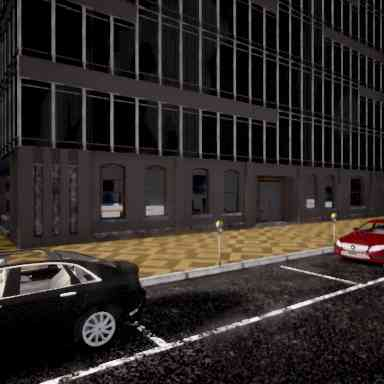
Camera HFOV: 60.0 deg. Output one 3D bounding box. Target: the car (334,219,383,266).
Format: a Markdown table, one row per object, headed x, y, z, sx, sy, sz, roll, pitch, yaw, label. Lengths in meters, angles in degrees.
| x | y | z | sx | sy | sz | roll | pitch | yaw | label |
| --- | --- | --- | --- | --- | --- | --- | --- | --- | --- |
| 6.510 | 1.580 | 11.157 | 4.206 | 1.307 | 1.802 | 0 | 0 | -35 | car |

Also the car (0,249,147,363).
| x | y | z | sx | sy | sz | roll | pitch | yaw | label |
| --- | --- | --- | --- | --- | --- | --- | --- | --- | --- |
| -2.780 | 1.551 | 4.577 | 4.403 | 1.369 | 2.008 | 0 | 0 | -35 | car |
